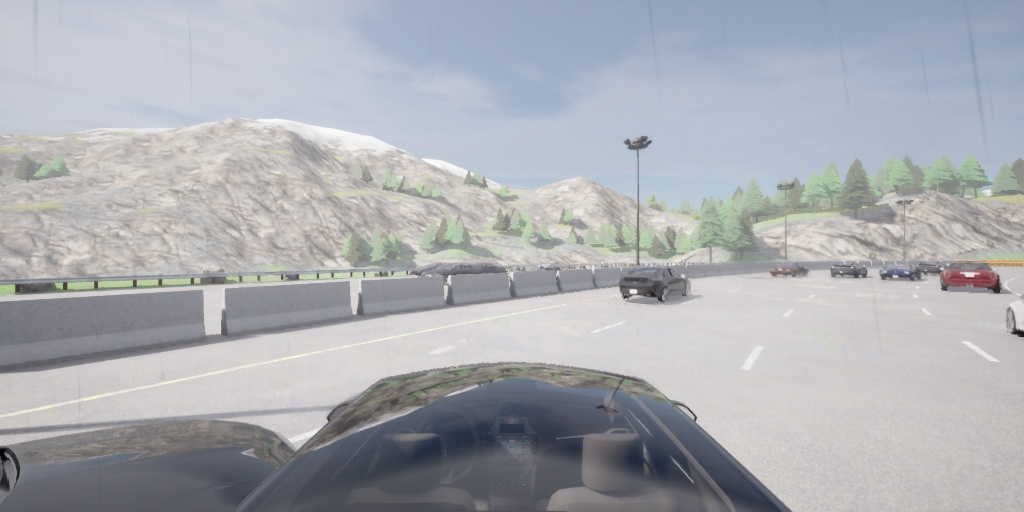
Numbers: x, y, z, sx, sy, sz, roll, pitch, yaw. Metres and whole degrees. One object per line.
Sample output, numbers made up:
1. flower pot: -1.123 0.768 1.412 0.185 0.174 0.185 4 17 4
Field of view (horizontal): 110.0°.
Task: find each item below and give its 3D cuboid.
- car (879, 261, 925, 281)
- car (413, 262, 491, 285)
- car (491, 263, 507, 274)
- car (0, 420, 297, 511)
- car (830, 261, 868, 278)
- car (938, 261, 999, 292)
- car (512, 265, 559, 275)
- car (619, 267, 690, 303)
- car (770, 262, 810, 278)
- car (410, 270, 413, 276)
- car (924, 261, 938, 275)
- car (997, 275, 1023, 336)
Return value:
1. car: 32.291 1.351 29.749 4.718 1.301 1.895 0 0 -35
2. car: -4.215 1.241 25.845 2.128 1.511 4.902 0 0 44
3. car: -2.903 1.297 32.239 5.357 1.411 2.033 0 0 -45
4. car: -2.983 1.255 0.554 4.892 1.490 1.837 0 0 -45
5. car: 31.370 1.242 33.367 4.902 1.511 2.128 0 0 -35
6. car: 27.045 1.101 21.261 4.553 1.767 2.097 0 0 -40
7. car: 2.147 1.351 27.384 4.718 1.301 1.895 0 0 -44
8. car: 6.807 1.254 16.888 1.837 1.490 4.892 0 0 44
9. car: 26.576 1.297 34.278 5.357 1.411 2.033 0 0 -36
10. car: -6.724 1.298 33.360 2.033 1.411 5.357 0 0 44
11. car: 43.308 1.242 36.891 4.902 1.511 2.128 0 0 -31
12. car: 12.195 1.276 7.307 1.812 1.442 4.674 0 0 43
